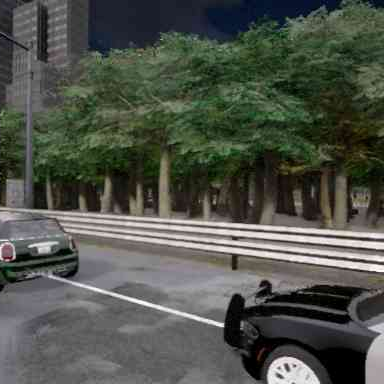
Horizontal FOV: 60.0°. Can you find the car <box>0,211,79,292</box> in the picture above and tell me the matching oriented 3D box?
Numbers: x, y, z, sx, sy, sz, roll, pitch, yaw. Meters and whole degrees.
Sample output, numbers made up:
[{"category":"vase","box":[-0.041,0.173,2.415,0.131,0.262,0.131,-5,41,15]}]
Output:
[{"category":"car","box":[-5.141,1.357,9.033,4.553,1.767,2.097,0,0,37]}]

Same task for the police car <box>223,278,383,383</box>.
[{"category":"police car","box":[2.757,1.458,3.129,5.238,1.638,1.930,0,0,37]}]
